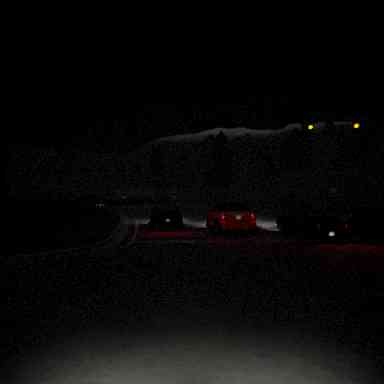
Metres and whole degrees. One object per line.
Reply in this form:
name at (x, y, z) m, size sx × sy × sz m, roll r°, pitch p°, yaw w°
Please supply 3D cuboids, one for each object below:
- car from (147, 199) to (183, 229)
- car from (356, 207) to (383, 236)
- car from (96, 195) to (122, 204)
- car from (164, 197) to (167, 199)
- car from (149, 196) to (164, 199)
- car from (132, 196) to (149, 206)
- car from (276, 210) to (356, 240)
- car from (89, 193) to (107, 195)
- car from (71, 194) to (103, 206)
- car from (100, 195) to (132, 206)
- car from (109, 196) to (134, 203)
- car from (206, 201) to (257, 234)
car at (-1.756, 1.446, 21.390) m, size 1.882 × 1.535 × 5.008 m, roll 0°, pitch 0°, yaw -9°
car at (9.517, 1.458, 16.139) m, size 1.837 × 1.490 × 4.892 m, roll 0°, pitch 0°, yaw -6°
car at (-16.034, 1.425, 63.938) m, size 4.892 × 1.490 × 1.837 m, roll 0°, pitch 0°, yaw 30°
car at (-6.092, 1.513, 60.898) m, size 4.718 × 1.301 × 1.895 m, roll 0°, pitch 0°, yaw 41°
car at (-7.806, 1.412, 57.713) m, size 4.902 × 1.511 × 2.128 m, roll 0°, pitch 0°, yaw 41°
car at (-9.810, 1.407, 54.815) m, size 5.008 × 1.535 × 1.882 m, roll 0°, pitch 0°, yaw 41°
car at (5.931, 1.560, 16.949) m, size 1.895 × 1.301 × 4.718 m, roll 0°, pitch 0°, yaw -7°
car at (-17.912, 1.157, 60.982) m, size 5.566 × 2.045 × 2.150 m, roll 0°, pitch 0°, yaw 30°
car at (-16.575, 1.497, 51.477) m, size 5.357 × 1.411 × 2.033 m, roll 0°, pitch 0°, yaw 37°
car at (-11.885, 1.540, 51.962) m, size 4.718 × 1.301 × 1.895 m, roll 0°, pitch 0°, yaw 44°
car at (-14.209, 1.480, 66.924) m, size 4.718 × 1.301 × 1.895 m, roll 0°, pitch 0°, yaw 30°
car at (2.112, 1.316, 19.084) m, size 2.097 × 1.767 × 4.553 m, roll 0°, pitch 0°, yaw -7°
